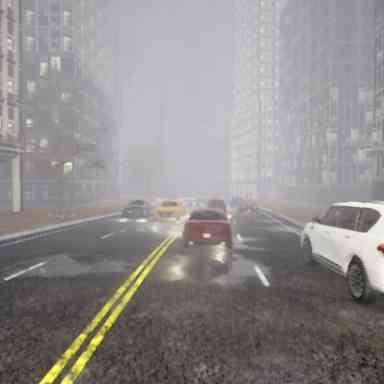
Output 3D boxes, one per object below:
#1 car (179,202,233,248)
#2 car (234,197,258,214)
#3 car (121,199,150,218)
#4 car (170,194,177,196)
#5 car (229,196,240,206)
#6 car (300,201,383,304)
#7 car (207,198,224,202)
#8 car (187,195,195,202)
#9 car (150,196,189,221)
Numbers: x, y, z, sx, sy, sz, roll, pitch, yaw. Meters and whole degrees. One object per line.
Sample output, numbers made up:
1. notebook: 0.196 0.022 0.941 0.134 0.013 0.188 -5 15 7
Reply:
1. car: 0.719 1.435 14.576 1.882 1.535 5.008 0 0 4
2. car: 5.758 1.513 34.785 1.895 1.301 4.718 0 0 5
3. car: -4.706 1.385 29.113 1.837 1.490 4.892 0 0 6
4. car: -3.889 1.195 70.334 1.882 1.535 5.008 0 0 -3
5. car: 6.383 1.344 47.650 1.882 1.535 5.008 0 1 2
6. car: 4.419 1.217 8.205 2.150 2.045 5.566 0 0 2
7. car: 2.509 1.377 34.049 1.882 1.535 5.008 0 0 5
8. car: -0.415 1.292 67.237 1.812 1.442 4.674 0 0 -3
9. car: -1.703 1.382 26.573 1.882 1.535 5.008 0 0 6
